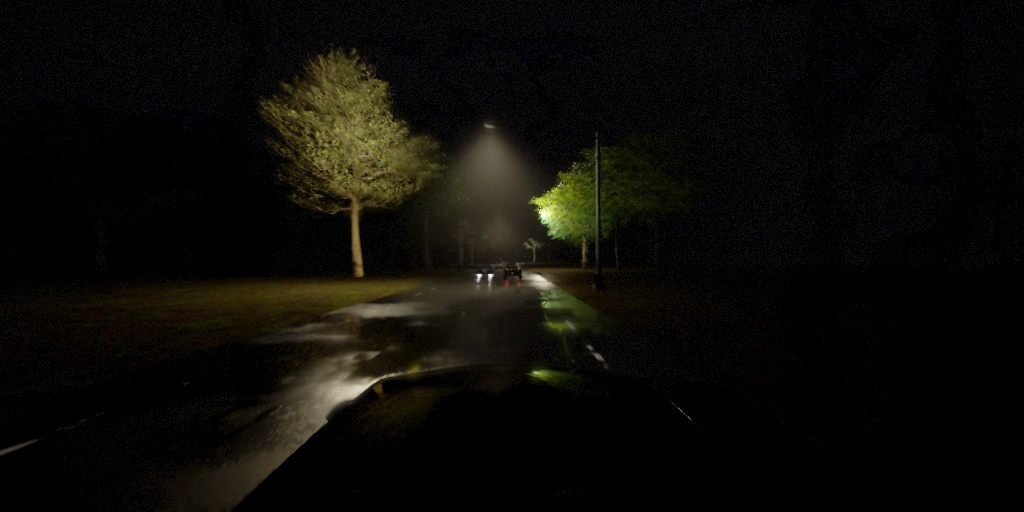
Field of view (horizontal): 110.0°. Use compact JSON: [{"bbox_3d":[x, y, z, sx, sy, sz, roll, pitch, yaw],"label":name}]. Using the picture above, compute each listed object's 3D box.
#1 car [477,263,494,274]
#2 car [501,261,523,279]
[{"bbox_3d":[-3.605,1.691,49.250,1.812,1.442,4.674,0,0,0],"label":"car"},{"bbox_3d":[0.060,1.538,37.683,2.128,1.511,4.902,0,-1,0],"label":"car"}]
